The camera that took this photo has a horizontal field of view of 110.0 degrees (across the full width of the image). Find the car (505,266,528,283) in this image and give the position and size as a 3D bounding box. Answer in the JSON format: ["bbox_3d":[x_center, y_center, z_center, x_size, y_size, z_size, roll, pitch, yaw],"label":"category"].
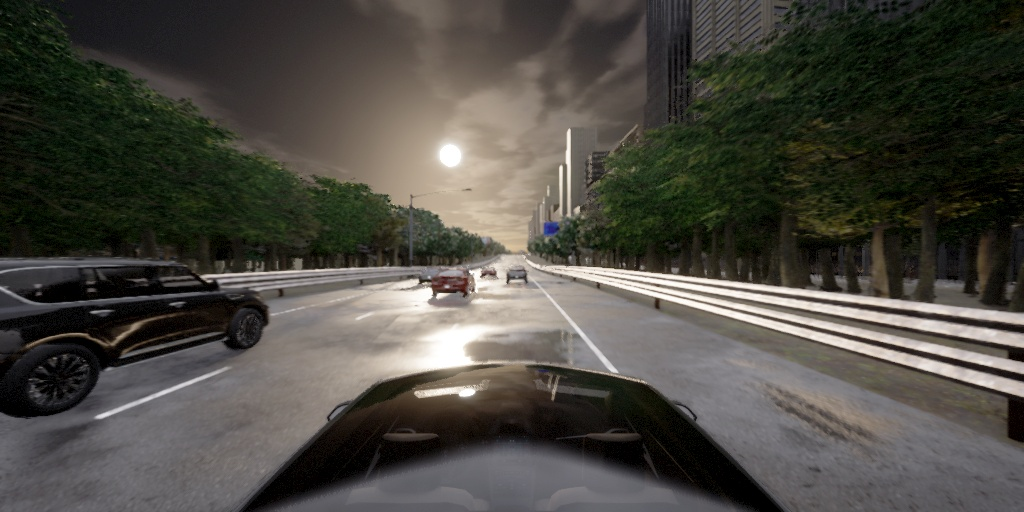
[{"bbox_3d":[0.439,1.604,32.337,2.128,1.511,4.902,0,-1,1],"label":"car"}]

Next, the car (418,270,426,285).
[{"bbox_3d":[-6.579,1.680,30.691,1.994,1.385,4.181,0,-1,1],"label":"car"}]

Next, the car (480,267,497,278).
[{"bbox_3d":[-2.896,2.067,45.914,1.895,1.301,4.718,0,-1,1],"label":"car"}]

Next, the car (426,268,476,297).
[{"bbox_3d":[-3.205,1.401,20.330,1.882,1.535,5.008,0,-1,1],"label":"car"}]

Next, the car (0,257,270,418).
[{"bbox_3d":[-6.875,1.039,6.182,2.150,2.045,5.566,0,0,1],"label":"car"}]
